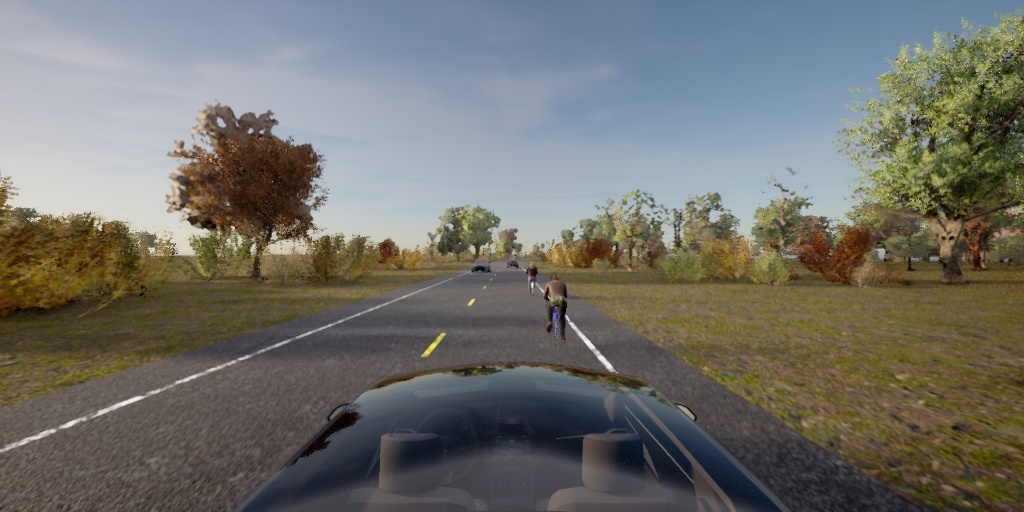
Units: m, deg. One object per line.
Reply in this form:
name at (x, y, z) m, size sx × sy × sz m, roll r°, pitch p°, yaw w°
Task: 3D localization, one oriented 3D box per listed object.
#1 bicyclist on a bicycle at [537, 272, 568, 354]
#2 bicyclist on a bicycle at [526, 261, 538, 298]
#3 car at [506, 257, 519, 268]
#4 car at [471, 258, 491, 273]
bicyclist on a bicycle at (0.964, 1.204, 7.841) m, size 0.582 × 1.620 × 1.656 m, roll 0°, pitch 0°, yaw 0°
bicyclist on a bicycle at (0.967, 1.120, 17.505) m, size 0.659 × 1.776 × 1.843 m, roll 0°, pitch 0°, yaw 0°
car at (0.110, 1.213, 59.571) m, size 1.837 × 1.490 × 4.892 m, roll 0°, pitch 1°, yaw 0°
car at (-3.590, 1.086, 42.261) m, size 2.097 × 1.767 × 4.553 m, roll 0°, pitch 0°, yaw 0°
